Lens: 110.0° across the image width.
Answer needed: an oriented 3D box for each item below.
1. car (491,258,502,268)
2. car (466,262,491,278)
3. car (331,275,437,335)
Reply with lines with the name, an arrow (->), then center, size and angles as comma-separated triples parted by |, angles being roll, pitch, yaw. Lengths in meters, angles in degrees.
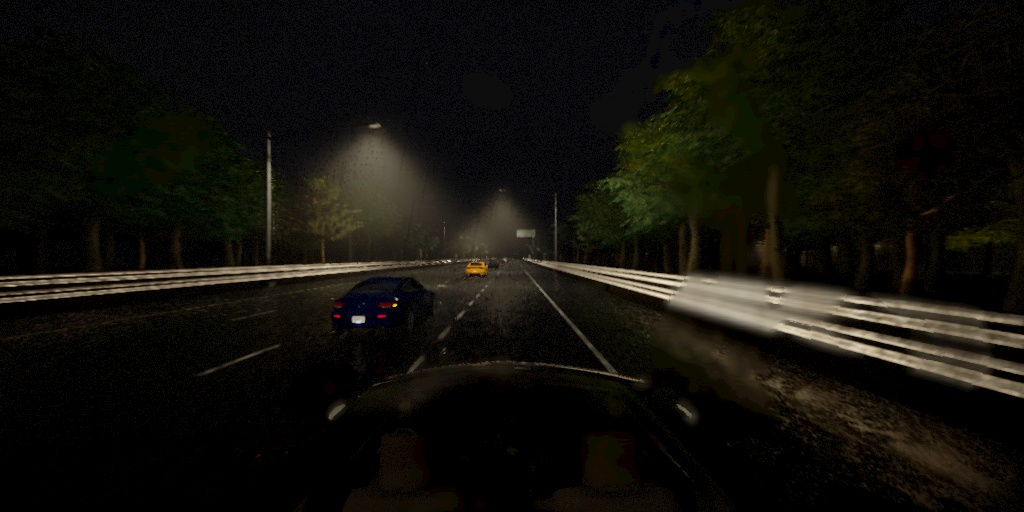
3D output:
car -> -3.292, 1.498, 63.626 | 1.994, 1.385, 4.181 | 0, 0, 0
car -> -3.438, 1.312, 35.647 | 1.882, 1.535, 5.008 | 0, 0, 0
car -> -3.496, 1.288, 10.477 | 1.812, 1.442, 4.674 | 0, 0, 0
